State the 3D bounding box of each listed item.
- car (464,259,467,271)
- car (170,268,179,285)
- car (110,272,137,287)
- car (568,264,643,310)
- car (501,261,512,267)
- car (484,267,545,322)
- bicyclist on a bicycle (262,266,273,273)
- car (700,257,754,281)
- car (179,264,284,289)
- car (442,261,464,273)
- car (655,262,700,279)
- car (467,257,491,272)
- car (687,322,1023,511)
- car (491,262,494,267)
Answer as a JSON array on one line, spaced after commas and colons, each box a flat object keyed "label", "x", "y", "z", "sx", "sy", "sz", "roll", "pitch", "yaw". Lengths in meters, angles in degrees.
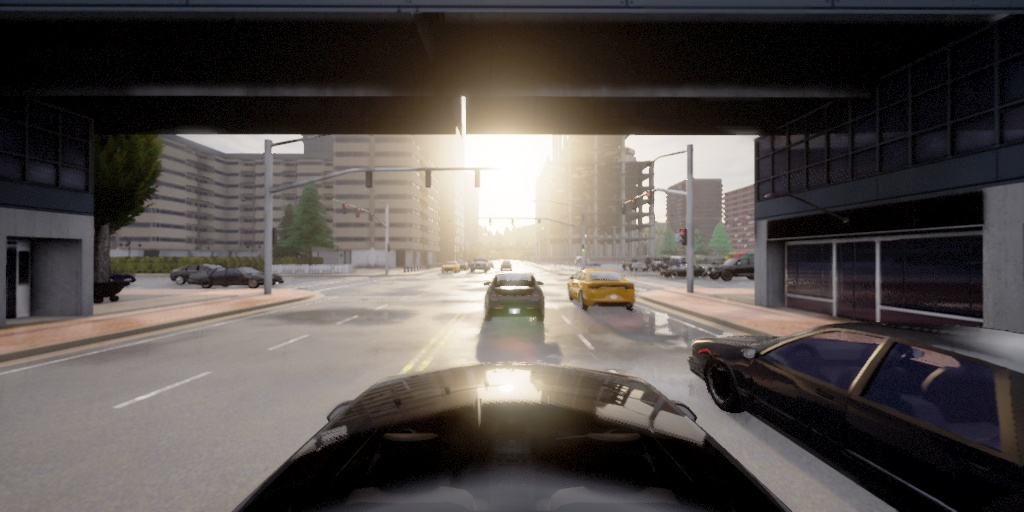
[{"label": "car", "x": -8.086, "y": 1.500, "z": 56.993, "sx": 1.882, "sy": 1.535, "sz": 5.008, "roll": 0, "pitch": 0, "yaw": 0}, {"label": "car", "x": -22.953, "y": 1.380, "z": 27.172, "sx": 4.892, "sy": 1.490, "sz": 1.837, "roll": 0, "pitch": 0, "yaw": 0}, {"label": "car", "x": -27.911, "y": 1.459, "z": 23.647, "sx": 4.718, "sy": 1.301, "sz": 1.895, "roll": 0, "pitch": 0, "yaw": 0}, {"label": "car", "x": 3.577, "y": 1.294, "z": 15.081, "sx": 1.882, "sy": 1.535, "sz": 5.008, "roll": 0, "pitch": 0, "yaw": 0}, {"label": "car", "x": -0.906, "y": 1.581, "z": 59.209, "sx": 2.033, "sy": 1.411, "sz": 5.357, "roll": 0, "pitch": 0, "yaw": 0}, {"label": "car", "x": 0.064, "y": 1.308, "z": 12.499, "sx": 1.837, "sy": 1.490, "sz": 4.892, "roll": 0, "pitch": 0, "yaw": 0}, {"label": "bicyclist on a bicycle", "x": -26.024, "y": 1.230, "z": 38.140, "sx": 0.582, "sy": 1.620, "sz": 1.656, "roll": 0, "pitch": 0, "yaw": 0}, {"label": "car", "x": 19.880, "y": 1.117, "z": 31.144, "sx": 5.566, "sy": 2.045, "sz": 2.150, "roll": 0, "pitch": 0, "yaw": 1}, {"label": "car", "x": -18.193, "y": 1.406, "z": 23.704, "sx": 5.357, "sy": 1.411, "sz": 2.033, "roll": 0, "pitch": 0, "yaw": -1}, {"label": "car", "x": -8.027, "y": 1.453, "z": 47.421, "sx": 1.882, "sy": 1.535, "sz": 5.008, "roll": 0, "pitch": 0, "yaw": 0}, {"label": "car", "x": 16.865, "y": 1.514, "z": 34.679, "sx": 4.718, "sy": 1.301, "sz": 1.895, "roll": 0, "pitch": 0, "yaw": 0}, {"label": "car", "x": -4.545, "y": 1.211, "z": 50.307, "sx": 2.150, "sy": 2.045, "sz": 5.566, "roll": 0, "pitch": 0, "yaw": 0}, {"label": "car", "x": 3.600, "y": 1.304, "z": 3.019, "sx": 2.033, "sy": 1.411, "sz": 5.357, "roll": 0, "pitch": 0, "yaw": 0}, {"label": "car", "x": -4.597, "y": 1.529, "z": 60.047, "sx": 2.128, "sy": 1.511, "sz": 4.902, "roll": 0, "pitch": 0, "yaw": 0}]
